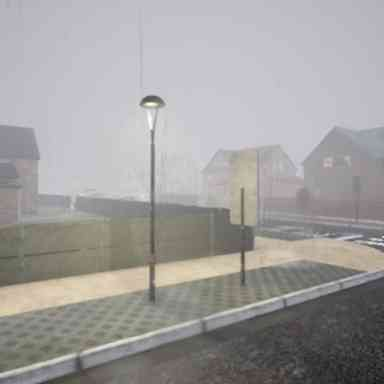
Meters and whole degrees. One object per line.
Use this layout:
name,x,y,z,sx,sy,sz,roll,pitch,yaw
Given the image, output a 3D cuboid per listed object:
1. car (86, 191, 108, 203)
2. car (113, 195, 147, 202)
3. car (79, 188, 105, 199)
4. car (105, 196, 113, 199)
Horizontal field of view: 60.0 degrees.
car,-15.733,0.814,54.774,2.097,1.767,4.553,0,1,-34
car,-6.311,1.177,35.884,2.128,1.511,4.902,0,1,-34
car,-15.191,0.397,49.092,2.150,2.045,5.566,0,1,-34
car,-10.119,1.132,46.621,1.994,1.385,4.181,0,1,-34
